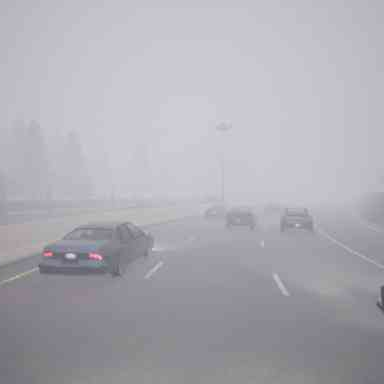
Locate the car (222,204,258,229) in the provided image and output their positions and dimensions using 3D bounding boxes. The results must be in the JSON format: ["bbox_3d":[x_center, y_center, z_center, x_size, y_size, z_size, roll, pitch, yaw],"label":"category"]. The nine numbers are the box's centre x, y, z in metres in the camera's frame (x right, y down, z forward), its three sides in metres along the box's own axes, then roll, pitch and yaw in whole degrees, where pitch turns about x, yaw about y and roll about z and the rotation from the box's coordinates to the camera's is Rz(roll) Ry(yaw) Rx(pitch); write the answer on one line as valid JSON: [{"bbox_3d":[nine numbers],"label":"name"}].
[{"bbox_3d":[3.603,1.681,23.590,1.882,1.535,5.008,0,0,14],"label":"car"}]

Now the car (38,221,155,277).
[{"bbox_3d":[-2.635,1.623,10.554,2.033,1.411,5.357,0,0,7],"label":"car"}]

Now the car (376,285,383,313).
[{"bbox_3d":[3.754,1.641,3.104,1.895,1.301,4.718,0,0,3],"label":"car"}]

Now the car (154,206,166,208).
[{"bbox_3d":[-3.583,1.874,44.970,1.812,1.442,4.674,0,-1,24],"label":"car"}]

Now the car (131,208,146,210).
[{"bbox_3d":[-7.212,1.886,45.455,2.033,1.411,5.357,0,-1,24],"label":"car"}]

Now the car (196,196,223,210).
[{"bbox_3d":[2.787,1.642,50.414,2.150,2.045,5.566,0,-1,25],"label":"car"}]

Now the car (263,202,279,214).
[{"bbox_3d":[9.955,1.889,40.355,1.812,1.442,4.674,0,-1,24],"label":"car"}]

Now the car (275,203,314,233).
[{"bbox_3d":[6.522,1.686,21.032,2.128,1.511,4.902,0,0,14],"label":"car"}]

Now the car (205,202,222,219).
[{"bbox_3d":[2.658,1.832,31.989,1.994,1.385,4.181,0,0,20],"label":"car"}]
